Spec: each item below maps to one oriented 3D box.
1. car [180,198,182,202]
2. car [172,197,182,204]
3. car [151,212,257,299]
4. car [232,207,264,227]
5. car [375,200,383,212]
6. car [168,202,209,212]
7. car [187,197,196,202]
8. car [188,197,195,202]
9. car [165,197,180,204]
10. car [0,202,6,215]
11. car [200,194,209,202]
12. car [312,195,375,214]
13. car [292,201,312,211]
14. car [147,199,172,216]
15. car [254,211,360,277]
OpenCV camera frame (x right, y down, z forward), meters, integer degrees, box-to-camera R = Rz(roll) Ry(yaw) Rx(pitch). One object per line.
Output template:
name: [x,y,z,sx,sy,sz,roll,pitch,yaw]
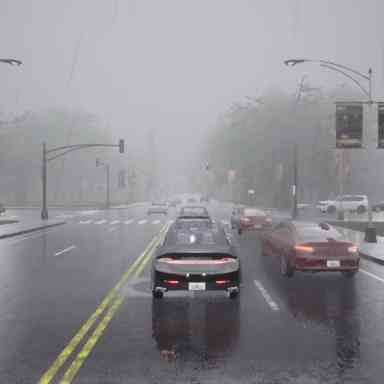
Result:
car: [-3.381,1.809,65.268,1.994,1.385,4.181,0,-1,1]
car: [-3.354,1.892,76.322,2.033,1.411,5.357,0,-1,0]
car: [0.088,1.496,8.444,2.128,1.511,4.902,0,0,0]
car: [3.335,1.555,18.970,1.812,1.442,4.674,0,0,1]
car: [23.943,1.695,40.849,5.008,1.535,1.882,0,0,0]
car: [0.077,1.517,17.851,2.128,1.511,4.902,0,0,0]
car: [-0.111,1.893,82.487,1.882,1.535,5.008,0,-1,0]
car: [-0.127,1.965,92.940,1.994,1.385,4.181,0,-1,0]
car: [-3.401,1.643,50.292,2.128,1.511,4.902,0,0,-1]
car: [-20.182,1.224,30.508,5.566,2.045,2.150,0,0,-1]
car: [3.138,1.642,82.558,2.150,2.045,5.566,0,-1,0]
car: [17.056,1.399,37.541,5.566,2.045,2.150,0,0,-1]
car: [14.811,1.772,40.764,4.718,1.301,1.895,0,0,0]
car: [-3.391,1.668,33.736,1.895,1.301,4.718,0,0,0]
car: [3.332,1.533,10.162,1.812,1.442,4.674,0,0,0]
